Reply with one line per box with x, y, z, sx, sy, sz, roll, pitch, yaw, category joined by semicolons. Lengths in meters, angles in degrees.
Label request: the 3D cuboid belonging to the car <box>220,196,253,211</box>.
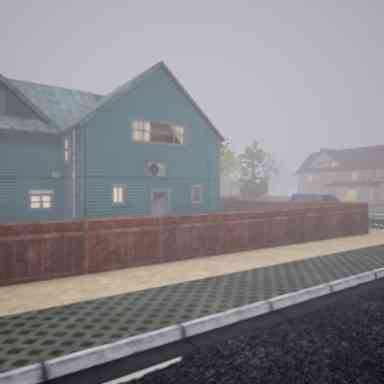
4.106;1.233;34.040;2.097;1.767;4.553;0;0;-36;car

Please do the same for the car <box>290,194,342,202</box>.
10.067;1.150;25.718;2.150;2.045;5.566;0;0;-36;car
